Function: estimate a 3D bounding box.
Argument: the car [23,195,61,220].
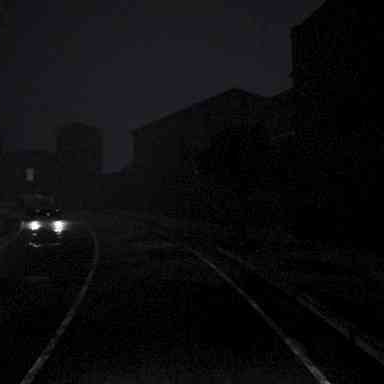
[{"bbox_3d":[-10.989,1.202,24.548,1.812,1.442,4.674,2,0,-32],"label":"car"}]

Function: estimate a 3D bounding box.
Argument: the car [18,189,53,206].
[{"bbox_3d":[-18.139,0.665,38.637,5.566,2.045,2.150,2,-1,42],"label":"car"}]
